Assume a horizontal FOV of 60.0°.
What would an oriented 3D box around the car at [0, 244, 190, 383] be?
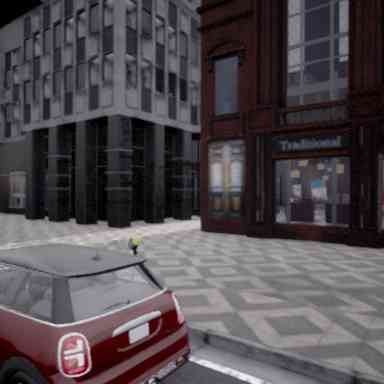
[{"bbox_3d":[-2.109,1.433,4.464,4.097,1.590,1.967,0,0,36],"label":"car"}]
